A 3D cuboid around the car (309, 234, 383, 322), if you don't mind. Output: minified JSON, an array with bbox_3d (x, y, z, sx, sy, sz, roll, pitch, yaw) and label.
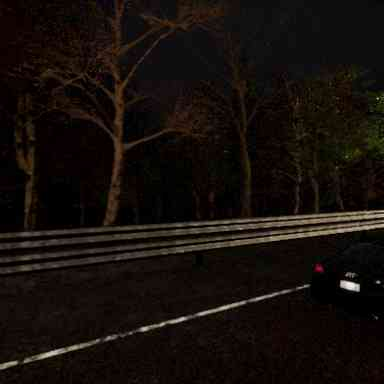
[{"bbox_3d":[4.334,1.582,6.863,4.181,1.385,1.994,0,0,-36],"label":"car"}]
